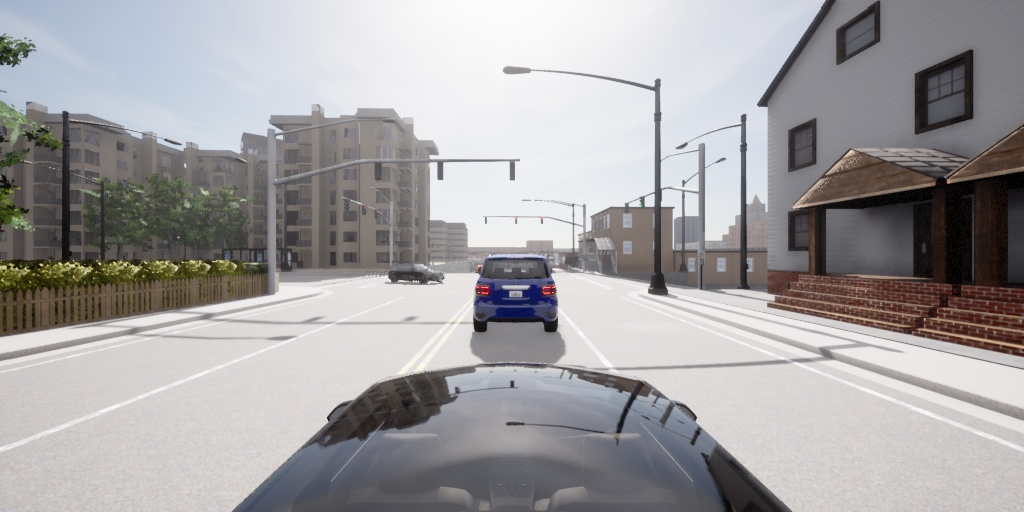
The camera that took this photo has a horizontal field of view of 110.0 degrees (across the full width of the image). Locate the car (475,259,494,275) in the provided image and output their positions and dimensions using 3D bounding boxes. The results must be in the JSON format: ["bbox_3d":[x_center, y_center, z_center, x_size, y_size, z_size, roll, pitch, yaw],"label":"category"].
[{"bbox_3d":[-3.552,1.506,46.980,2.097,1.767,4.553,1,-5,0],"label":"car"}]

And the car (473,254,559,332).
[{"bbox_3d":[0.102,0.971,10.959,2.150,2.045,5.566,0,0,0],"label":"car"}]

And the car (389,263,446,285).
[{"bbox_3d":[-6.927,1.252,25.977,4.674,1.442,1.812,0,-1,31],"label":"car"}]
